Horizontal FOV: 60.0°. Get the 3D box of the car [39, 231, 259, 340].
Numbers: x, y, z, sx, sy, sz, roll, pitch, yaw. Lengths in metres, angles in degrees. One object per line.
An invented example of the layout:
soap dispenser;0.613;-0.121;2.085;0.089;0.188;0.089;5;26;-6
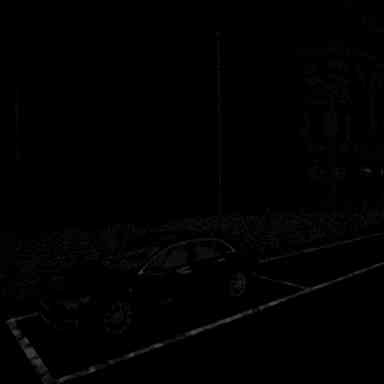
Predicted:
car;-0.570;1.497;6.447;4.403;1.369;2.008;-2;2;-38
